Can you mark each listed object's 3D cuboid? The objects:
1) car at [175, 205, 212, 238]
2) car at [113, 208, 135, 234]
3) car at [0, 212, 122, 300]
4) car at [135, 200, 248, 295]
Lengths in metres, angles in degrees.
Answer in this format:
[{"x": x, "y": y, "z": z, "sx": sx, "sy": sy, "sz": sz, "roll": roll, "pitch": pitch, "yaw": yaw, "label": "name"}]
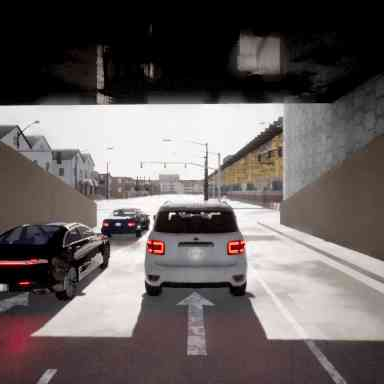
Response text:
[{"x": 0.059, "y": 1.526, "z": 18.448, "sx": 1.812, "sy": 1.442, "sz": 4.674, "roll": 0, "pitch": 0, "yaw": 0, "label": "car"}, {"x": -3.420, "y": 1.547, "z": 17.910, "sx": 2.033, "sy": 1.411, "sz": 5.357, "roll": 0, "pitch": 0, "yaw": 0, "label": "car"}, {"x": -3.422, "y": 1.491, "z": 8.360, "sx": 2.128, "sy": 1.511, "sz": 4.902, "roll": 0, "pitch": 0, "yaw": 0, "label": "car"}, {"x": 0.083, "y": 1.221, "z": 8.885, "sx": 2.150, "sy": 2.045, "sz": 5.566, "roll": 0, "pitch": 0, "yaw": 0, "label": "car"}]
